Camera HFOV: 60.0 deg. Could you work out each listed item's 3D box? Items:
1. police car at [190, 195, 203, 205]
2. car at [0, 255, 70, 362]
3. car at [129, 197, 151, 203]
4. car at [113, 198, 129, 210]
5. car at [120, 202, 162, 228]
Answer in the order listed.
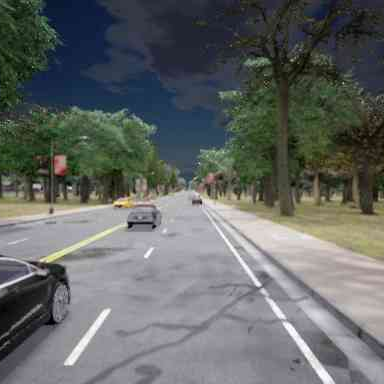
[{"bbox_3d":[0.992,1.670,63.077,1.930,1.638,5.238,0,0,0],"label":"police car"},{"bbox_3d":[-3.148,1.505,4.225,2.128,1.511,4.902,0,0,0],"label":"car"},{"bbox_3d":[-6.570,1.514,44.151,2.097,1.767,4.553,0,0,0],"label":"car"},{"bbox_3d":[-9.807,1.653,47.034,1.882,1.535,5.008,0,-1,0],"label":"car"},{"bbox_3d":[-3.142,1.622,22.667,2.033,1.411,5.357,0,0,0],"label":"car"}]
